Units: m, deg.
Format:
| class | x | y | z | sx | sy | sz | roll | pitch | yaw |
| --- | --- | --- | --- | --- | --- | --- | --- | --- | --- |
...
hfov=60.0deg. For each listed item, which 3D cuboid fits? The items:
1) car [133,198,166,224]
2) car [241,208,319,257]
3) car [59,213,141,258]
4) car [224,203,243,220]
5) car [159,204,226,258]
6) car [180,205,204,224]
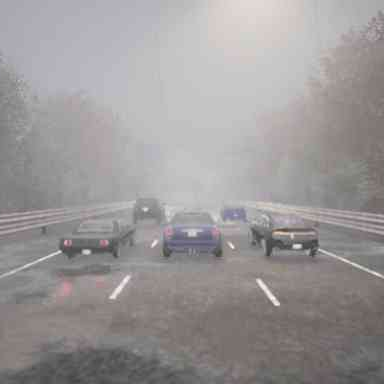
| class | x | y | z | sx | sy | sz | roll | pitch | yaw |
| --- | --- | --- | --- | --- | --- | --- | --- | --- | --- |
| car | -3.475 | 1.472 | 27.584 | 2.150 | 2.045 | 5.566 | 0 | 0 | 0 |
| car | 3.529 | 1.619 | 13.512 | 2.128 | 1.511 | 4.902 | 0 | 0 | 1 |
| car | -3.475 | 1.725 | 13.262 | 1.895 | 1.301 | 4.718 | 0 | 0 | 0 |
| car | 3.546 | 1.738 | 29.232 | 1.882 | 1.535 | 5.008 | 0 | 0 | 1 |
| car | 0.030 | 1.477 | 13.425 | 2.097 | 1.767 | 4.553 | 0 | -1 | 0 |
| car | 0.034 | 1.854 | 28.257 | 1.895 | 1.301 | 4.718 | 0 | 0 | 0 |
